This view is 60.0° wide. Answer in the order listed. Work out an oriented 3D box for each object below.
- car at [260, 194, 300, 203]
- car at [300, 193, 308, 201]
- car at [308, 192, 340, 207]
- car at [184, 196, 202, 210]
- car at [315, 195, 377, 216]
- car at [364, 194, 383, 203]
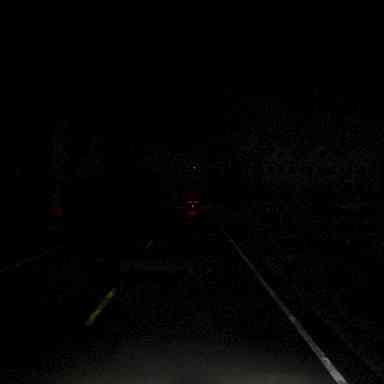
[{"bbox_3d":[13.004,1.061,50.231,5.357,1.411,2.033,0,0,5],"label":"car"},{"bbox_3d":[17.912,0.986,53.603,4.902,1.511,2.128,0,0,0],"label":"car"},{"bbox_3d":[13.282,0.895,30.963,3.866,1.878,1.905,0,0,0],"label":"car"},{"bbox_3d":[0.109,1.277,38.882,1.837,1.490,4.892,0,0,0],"label":"car"},{"bbox_3d":[12.690,1.199,27.636,3.806,1.475,1.970,0,0,0],"label":"car"},{"bbox_3d":[28.454,1.042,53.636,5.357,1.411,2.033,0,0,0],"label":"car"}]
